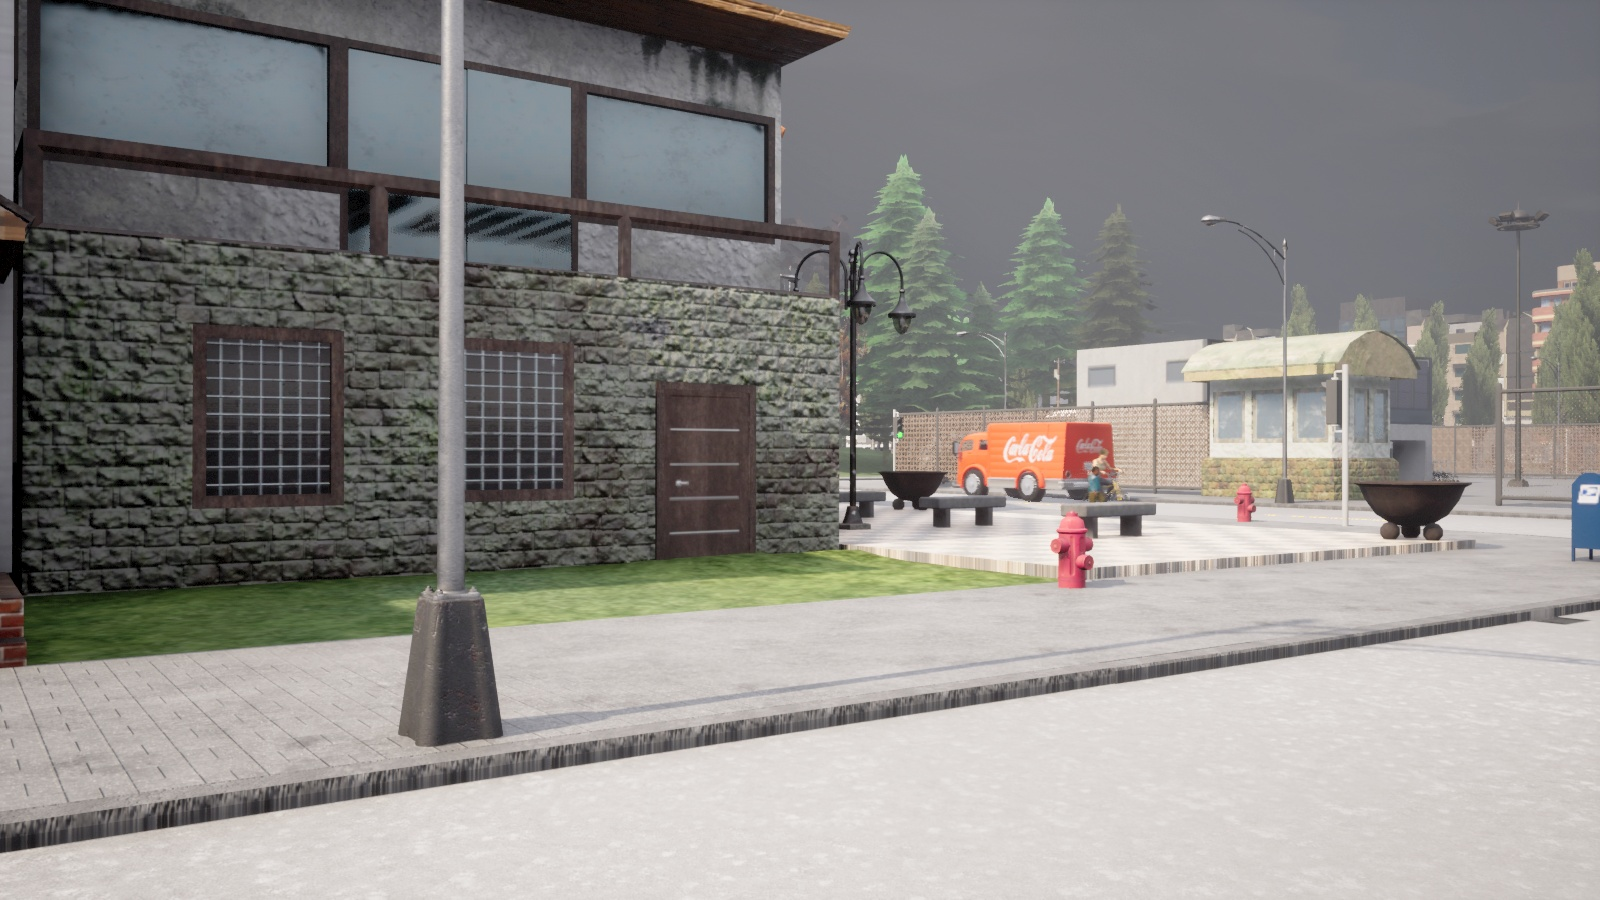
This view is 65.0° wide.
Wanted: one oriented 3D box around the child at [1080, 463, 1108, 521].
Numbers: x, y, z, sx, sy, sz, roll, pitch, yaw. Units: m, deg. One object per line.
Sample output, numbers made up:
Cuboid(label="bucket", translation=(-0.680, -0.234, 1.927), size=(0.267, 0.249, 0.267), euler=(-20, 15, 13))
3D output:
Cuboid(label="child", translation=(6.190, 0.879, 26.413), size=(0.343, 1.192, 0.448), euler=(0, 0, -42))

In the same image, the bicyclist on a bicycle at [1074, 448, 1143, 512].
Cuboid(label="bicyclist on a bicycle", translation=(7.891, 0.743, 32.141), size=(0.866, 1.612, 1.509), euler=(0, 0, -35))

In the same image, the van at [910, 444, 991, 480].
Cuboid(label="van", translation=(8.448, 0.651, 70.230), size=(4.442, 1.987, 1.775), euler=(0, 0, -35))

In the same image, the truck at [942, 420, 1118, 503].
Cuboid(label="truck", translation=(7.245, 0.341, 40.075), size=(2.627, 2.467, 5.204), euler=(0, 0, -35))
